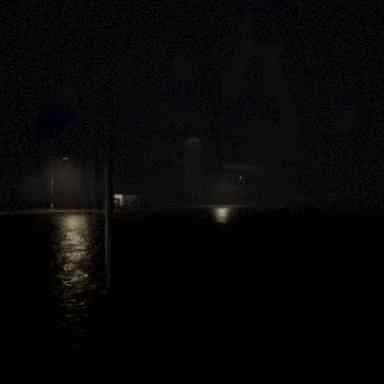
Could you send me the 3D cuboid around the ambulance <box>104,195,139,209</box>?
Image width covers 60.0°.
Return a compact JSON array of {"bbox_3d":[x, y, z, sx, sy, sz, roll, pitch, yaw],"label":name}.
[{"bbox_3d":[-11.982,1.673,56.771,2.351,2.431,6.366,1,-1,36],"label":"ambulance"}]
